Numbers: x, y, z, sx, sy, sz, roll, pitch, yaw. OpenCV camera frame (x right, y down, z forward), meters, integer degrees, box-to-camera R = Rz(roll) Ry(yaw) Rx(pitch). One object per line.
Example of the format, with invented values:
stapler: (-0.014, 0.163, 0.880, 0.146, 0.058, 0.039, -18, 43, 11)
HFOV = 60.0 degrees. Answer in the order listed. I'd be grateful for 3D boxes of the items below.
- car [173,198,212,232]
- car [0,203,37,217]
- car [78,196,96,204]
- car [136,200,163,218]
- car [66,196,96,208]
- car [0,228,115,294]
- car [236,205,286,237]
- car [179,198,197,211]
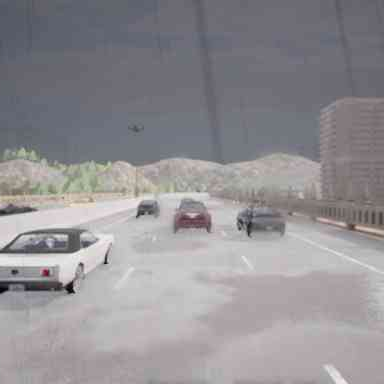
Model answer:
car: (-0.009, 1.306, 19.689, 2.097, 1.767, 4.553, 0, 0, -1)
car: (-14.345, 1.539, 26.658, 1.895, 1.301, 4.718, 0, 0, -1)
car: (-18.687, 1.396, 59.193, 1.812, 1.442, 4.674, 0, 0, -2)
car: (-3.732, 1.437, 29.219, 1.837, 1.490, 4.892, 0, 0, -1)
car: (-11.029, 1.400, 33.443, 1.882, 1.535, 5.008, 0, 0, -1)
car: (-3.407, 1.580, 8.690, 1.895, 1.301, 4.718, 0, 0, 0)
car: (3.526, 1.450, 17.664, 2.128, 1.511, 4.902, 0, 0, -1)
car: (-0.548, 1.453, 40.680, 2.033, 1.411, 5.357, 0, 0, -2)
